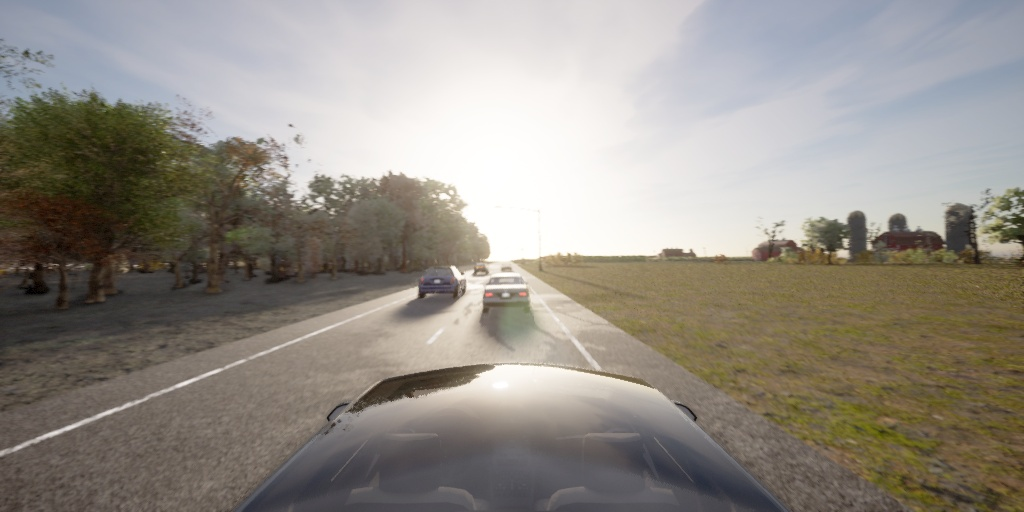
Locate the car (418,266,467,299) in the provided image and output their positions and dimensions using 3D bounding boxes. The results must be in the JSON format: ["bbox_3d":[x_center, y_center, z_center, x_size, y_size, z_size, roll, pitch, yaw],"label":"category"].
[{"bbox_3d":[-3.832,1.340,20.373,2.097,1.767,4.553,-1,-1,-1],"label":"car"}]

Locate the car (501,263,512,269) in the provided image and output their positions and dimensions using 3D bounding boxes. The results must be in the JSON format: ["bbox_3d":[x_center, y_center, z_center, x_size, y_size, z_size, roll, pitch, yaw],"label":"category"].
[{"bbox_3d":[-0.956,1.924,61.680,1.895,1.301,4.718,-1,-1,-1],"label":"car"}]

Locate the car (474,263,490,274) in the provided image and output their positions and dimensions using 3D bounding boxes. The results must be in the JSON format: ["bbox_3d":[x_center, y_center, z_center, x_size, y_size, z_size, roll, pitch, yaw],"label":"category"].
[{"bbox_3d":[-4.285,1.778,50.405,1.837,1.490,4.892,-1,-1,-1],"label":"car"}]

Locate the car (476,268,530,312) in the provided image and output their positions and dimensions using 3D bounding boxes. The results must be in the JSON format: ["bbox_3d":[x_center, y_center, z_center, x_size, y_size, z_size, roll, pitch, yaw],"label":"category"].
[{"bbox_3d":[-0.252,1.430,15.002,2.033,1.411,5.357,-1,-1,-1],"label":"car"}]
